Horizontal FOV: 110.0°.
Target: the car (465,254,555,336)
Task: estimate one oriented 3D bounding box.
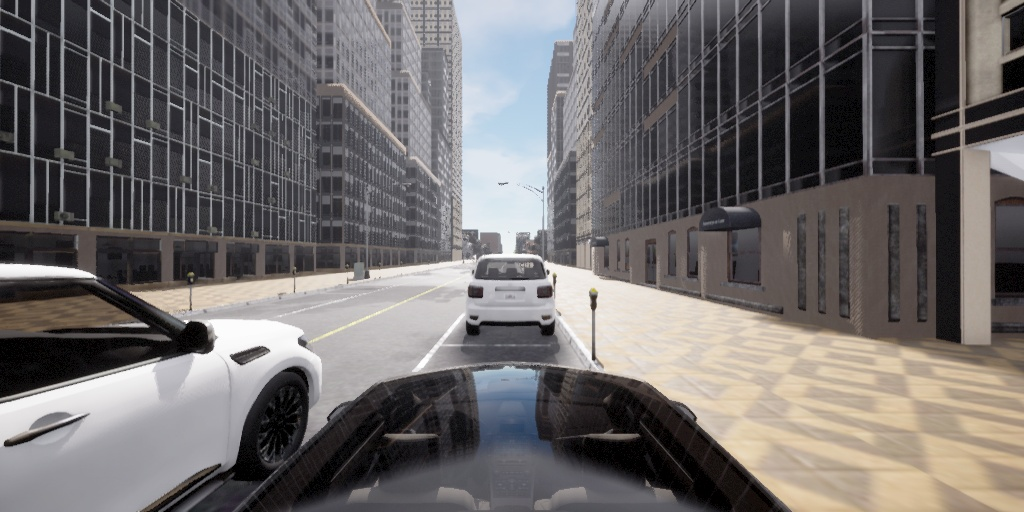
[{"bbox_3d":[-0.039,0.968,10.529,2.150,2.045,5.566,0,0,0],"label":"car"}]

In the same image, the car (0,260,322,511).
[{"bbox_3d":[-3.145,0.980,1.530,2.150,2.045,5.566,0,0,0],"label":"car"}]
